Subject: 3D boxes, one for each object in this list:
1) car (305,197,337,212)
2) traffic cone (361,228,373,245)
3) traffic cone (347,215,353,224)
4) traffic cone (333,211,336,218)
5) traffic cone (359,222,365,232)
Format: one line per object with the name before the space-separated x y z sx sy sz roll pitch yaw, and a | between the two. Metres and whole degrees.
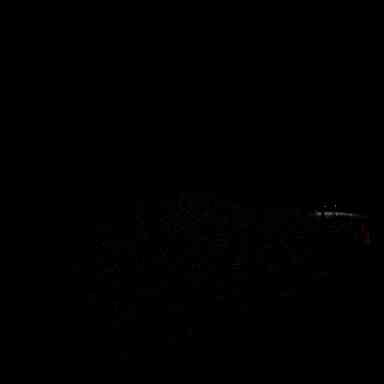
car | 14.179 1.382 36.921 1.837 1.490 4.892 0 1 -5
traffic cone | 7.903 2.045 14.921 0.340 0.580 0.340 0 0 28
traffic cone | 11.241 1.962 23.592 0.340 0.580 0.340 0 1 14
traffic cone | 12.067 1.916 28.175 0.340 0.580 0.340 0 1 7
traffic cone | 9.846 2.008 19.150 0.340 0.580 0.340 0 1 21
